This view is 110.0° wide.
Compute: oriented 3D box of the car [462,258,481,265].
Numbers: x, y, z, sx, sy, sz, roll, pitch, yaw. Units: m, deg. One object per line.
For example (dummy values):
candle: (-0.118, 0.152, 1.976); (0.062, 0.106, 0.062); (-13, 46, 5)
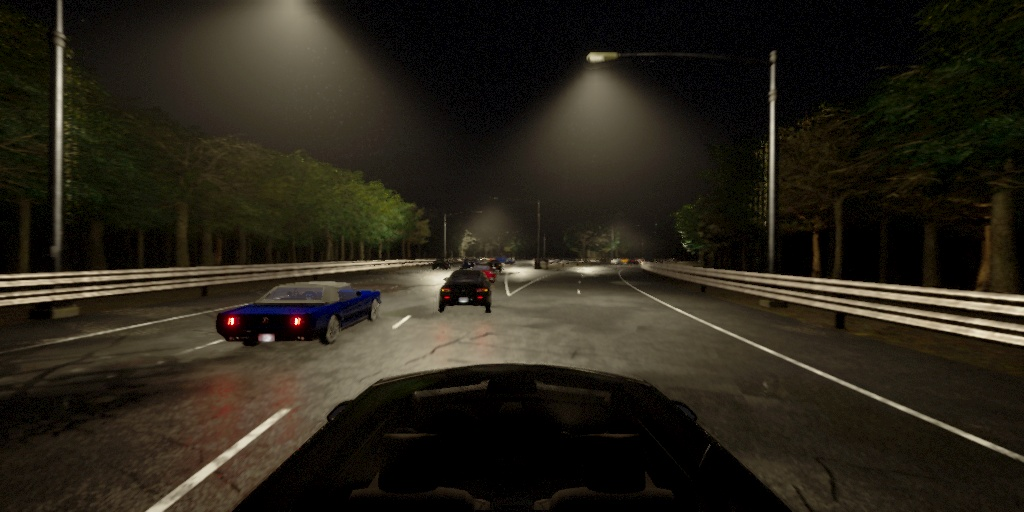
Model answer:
car: (-5.511, 1.034, 48.800); (2.097, 1.767, 4.553); (0, 0, 2)

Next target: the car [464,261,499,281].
car: (-2.166, 1.280, 26.626); (1.994, 1.385, 4.181); (0, 0, -1)

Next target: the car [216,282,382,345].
car: (-4.942, 1.313, 9.269); (1.895, 1.301, 4.718); (1, 0, -3)

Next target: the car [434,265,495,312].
car: (-1.694, 1.260, 13.972); (1.812, 1.442, 4.674); (0, 0, -3)

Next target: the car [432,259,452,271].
car: (-9.090, 1.164, 46.919); (1.837, 1.490, 4.892); (0, 0, 1)

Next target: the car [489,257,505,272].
car: (-2.181, 1.233, 45.308); (1.812, 1.442, 4.674); (0, 0, 1)
